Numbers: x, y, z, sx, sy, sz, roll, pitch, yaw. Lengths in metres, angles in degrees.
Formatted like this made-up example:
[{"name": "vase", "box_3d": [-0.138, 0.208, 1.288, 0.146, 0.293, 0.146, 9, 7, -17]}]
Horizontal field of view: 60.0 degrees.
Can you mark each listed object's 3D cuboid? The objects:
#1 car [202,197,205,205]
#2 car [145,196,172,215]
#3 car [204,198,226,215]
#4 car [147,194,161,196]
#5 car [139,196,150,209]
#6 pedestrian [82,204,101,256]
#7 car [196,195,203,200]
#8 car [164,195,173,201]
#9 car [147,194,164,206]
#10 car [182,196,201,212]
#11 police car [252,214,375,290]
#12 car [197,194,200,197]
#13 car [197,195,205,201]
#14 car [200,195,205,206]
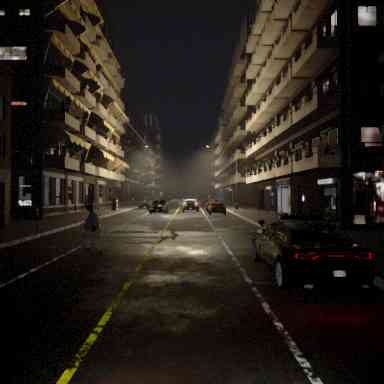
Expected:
[{"name": "car", "box_3d": [2.440, 1.593, 38.787, 1.802, 1.307, 4.206, 1, 0, 0]}, {"name": "car", "box_3d": [-3.331, 1.514, 34.321, 1.837, 1.490, 4.892, 0, 0, 0]}, {"name": "car", "box_3d": [2.477, 1.534, 33.385, 1.752, 1.417, 4.829, 1, 0, 0]}, {"name": "car", "box_3d": [-6.010, 1.329, 49.912, 2.192, 1.841, 5.009, 1, 0, 0]}, {"name": "car", "box_3d": [-5.977, 1.578, 44.341, 1.947, 1.339, 4.313, 1, 0, 0]}, {"name": "pedestrian", "box_3d": [-3.524, 1.297, 11.651, 0.375, 1.860, 0.375, 1, -1, -5]}, {"name": "car", "box_3d": [2.048, 1.574, 94.496, 1.887, 1.381, 4.507, 1, 0, 0]}, {"name": "car", "box_3d": [-6.275, 1.593, 88.909, 1.947, 1.339, 4.313, 1, 0, 0]}, {"name": "car", "box_3d": [-6.048, 1.331, 55.483, 2.192, 1.841, 5.009, 1, 0, 0]}, {"name": "car", "box_3d": [-0.170, 1.536, 38.417, 1.812, 1.442, 4.674, 0, 0, -1]}, {"name": "police car", "box_3d": [2.936, 1.428, 9.237, 1.930, 1.638, 5.238, 0, 0, 0]}, {"name": "car", "box_3d": [-0.299, 1.366, 48.256, 2.097, 1.767, 4.553, 0, 0, 0]}, {"name": "car", "box_3d": [2.150, 1.550, 83.525, 1.752, 1.417, 4.829, 1, 0, 0]}, {"name": "car", "box_3d": [2.328, 1.598, 55.499, 1.802, 1.307, 4.206, 1, 0, 0]}]
